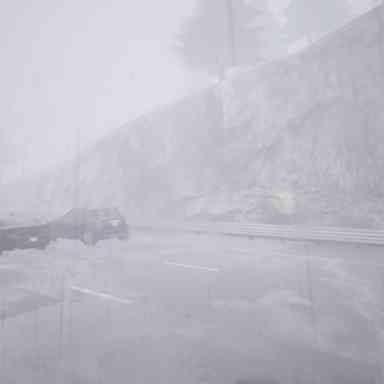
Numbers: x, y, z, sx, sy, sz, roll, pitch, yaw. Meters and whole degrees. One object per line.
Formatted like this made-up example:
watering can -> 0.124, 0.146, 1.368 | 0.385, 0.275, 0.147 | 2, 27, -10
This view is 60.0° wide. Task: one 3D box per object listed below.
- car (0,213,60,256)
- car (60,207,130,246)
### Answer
car -> -7.900, 1.633, 13.849 | 5.008, 1.535, 1.882 | 0, 0, 36
car -> -5.196, 1.498, 16.208 | 4.553, 1.767, 2.097 | -1, -1, 36
